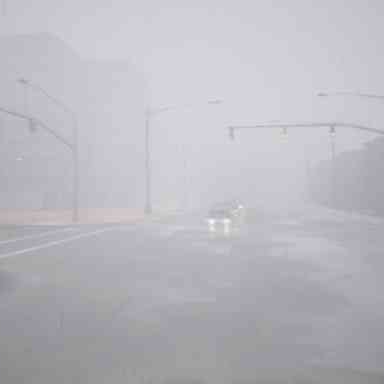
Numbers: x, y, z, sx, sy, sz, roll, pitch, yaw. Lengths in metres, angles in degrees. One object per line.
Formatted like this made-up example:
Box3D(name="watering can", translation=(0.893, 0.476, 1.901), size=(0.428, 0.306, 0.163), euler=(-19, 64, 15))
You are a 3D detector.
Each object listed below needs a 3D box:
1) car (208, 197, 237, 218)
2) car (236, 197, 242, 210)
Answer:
Box3D(name="car", translation=(2.694, 1.500, 30.208), size=(2.033, 1.411, 5.357), euler=(-1, 0, 11))
Box3D(name="car", translation=(4.821, 1.487, 41.637), size=(1.994, 1.385, 4.181), euler=(-1, 0, 11))
